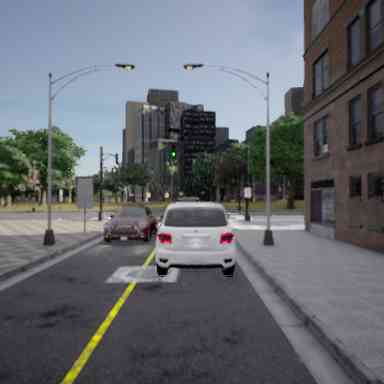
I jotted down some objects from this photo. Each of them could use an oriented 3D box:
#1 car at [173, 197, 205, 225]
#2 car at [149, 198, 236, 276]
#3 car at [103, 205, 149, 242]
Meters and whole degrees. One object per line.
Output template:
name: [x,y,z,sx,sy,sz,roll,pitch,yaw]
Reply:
car: [-0.391,1.474,27.876,2.150,2.045,5.566,0,0,-6]
car: [0.103,1.330,10.883,2.150,2.045,5.566,0,0,0]
car: [-3.042,1.519,17.182,2.097,1.767,4.553,0,0,1]
